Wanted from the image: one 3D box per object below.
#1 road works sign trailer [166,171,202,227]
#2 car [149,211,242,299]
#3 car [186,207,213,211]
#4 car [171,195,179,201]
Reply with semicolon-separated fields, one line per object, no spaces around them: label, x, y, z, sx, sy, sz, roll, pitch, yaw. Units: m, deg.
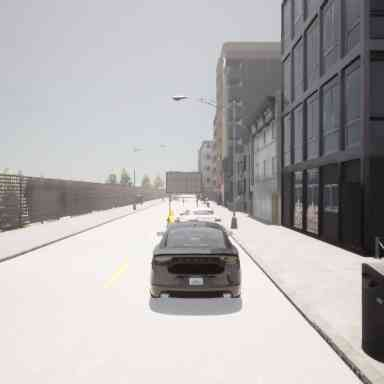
road works sign trailer;-0.570;0.464;21.382;2.380;3.560;2.880;0;0;-17
car;0.072;1.478;8.540;1.882;1.535;5.008;0;0;0
car;0.374;1.540;17.894;1.812;1.442;4.674;0;-1;-8
car;-4.258;1.526;82.381;1.812;1.442;4.674;0;0;0
